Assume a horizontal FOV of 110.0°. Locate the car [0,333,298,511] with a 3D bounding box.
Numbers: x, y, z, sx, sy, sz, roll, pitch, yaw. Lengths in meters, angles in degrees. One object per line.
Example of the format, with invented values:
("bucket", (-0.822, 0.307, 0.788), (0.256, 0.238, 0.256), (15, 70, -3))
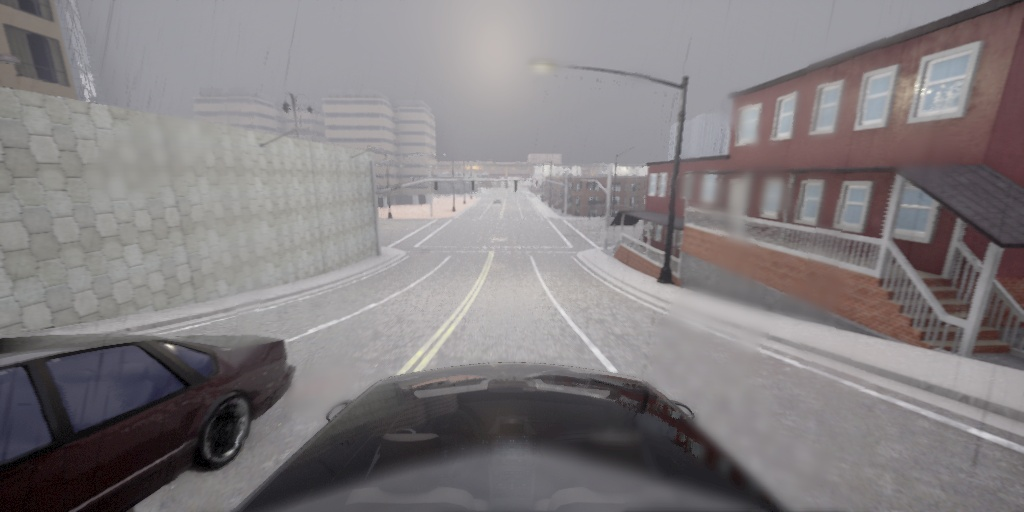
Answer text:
("car", (-3.587, 1.306, 2.099), (2.033, 1.411, 5.357), (0, 0, 0))
